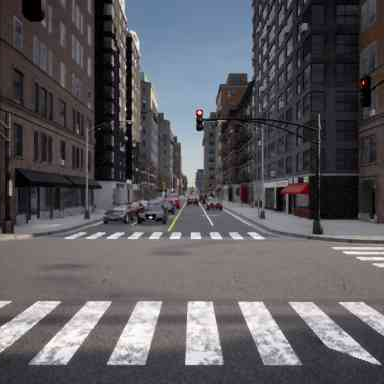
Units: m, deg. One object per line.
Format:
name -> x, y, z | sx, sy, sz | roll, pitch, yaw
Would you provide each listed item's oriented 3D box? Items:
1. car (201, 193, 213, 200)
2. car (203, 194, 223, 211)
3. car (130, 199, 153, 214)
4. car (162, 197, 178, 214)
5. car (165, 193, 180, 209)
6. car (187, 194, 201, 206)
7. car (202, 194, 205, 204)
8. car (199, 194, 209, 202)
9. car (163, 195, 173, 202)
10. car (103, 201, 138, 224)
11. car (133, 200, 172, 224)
car -> 3.065, 1.213, 61.823 | 2.150, 2.045, 5.566 | 0, 0, 0
car -> 2.694, 1.435, 41.108 | 1.967, 1.590, 4.097 | 0, 0, 0
car -> -5.339, 1.522, 35.502 | 1.752, 1.417, 4.829 | 0, 0, 0
car -> -2.799, 1.561, 34.703 | 1.994, 1.385, 4.181 | 0, 0, 0
car -> -2.779, 1.214, 45.362 | 2.150, 2.045, 5.566 | 0, 0, 0
car -> 0.127, 1.493, 54.884 | 1.837, 1.490, 4.892 | 0, 0, 0
car -> 3.095, 1.492, 54.793 | 1.837, 1.490, 4.892 | 0, 0, 0
car -> 2.744, 1.295, 79.288 | 2.192, 1.841, 5.009 | 0, 0, 0
car -> -5.287, 1.505, 73.679 | 1.752, 1.417, 4.829 | 0, 0, 0
car -> -5.354, 1.550, 24.764 | 2.008, 1.369, 4.403 | 0, 0, 0
car -> -2.815, 1.563, 24.729 | 1.994, 1.385, 4.181 | 0, 0, 0
